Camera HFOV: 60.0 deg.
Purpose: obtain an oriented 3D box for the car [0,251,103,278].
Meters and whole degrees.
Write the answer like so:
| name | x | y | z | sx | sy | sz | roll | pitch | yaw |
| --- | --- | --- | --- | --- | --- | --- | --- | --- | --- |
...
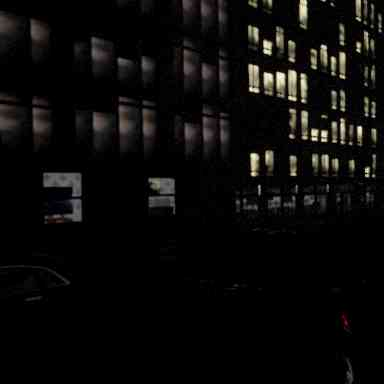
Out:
| name | x | y | z | sx | sy | sz | roll | pitch | yaw |
| --- | --- | --- | --- | --- | --- | --- | --- | --- | --- |
| car | -3.126 | 1.553 | 4.341 | 4.403 | 1.369 | 2.008 | -1 | 0 | -35 |

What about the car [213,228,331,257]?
| name | x | y | z | sx | sy | sz | roll | pitch | yaw |
| --- | --- | --- | --- | --- | --- | --- | --- | --- | --- |
| car | 1.502 | 1.518 | 7.640 | 4.206 | 1.307 | 1.802 | -1 | 0 | -35 |

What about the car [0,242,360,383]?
| name | x | y | z | sx | sy | sz | roll | pitch | yaw |
| --- | --- | --- | --- | --- | --- | --- | --- | --- | --- |
| car | -0.254 | 1.546 | 3.196 | 4.181 | 1.385 | 1.994 | -1 | 0 | -35 |
